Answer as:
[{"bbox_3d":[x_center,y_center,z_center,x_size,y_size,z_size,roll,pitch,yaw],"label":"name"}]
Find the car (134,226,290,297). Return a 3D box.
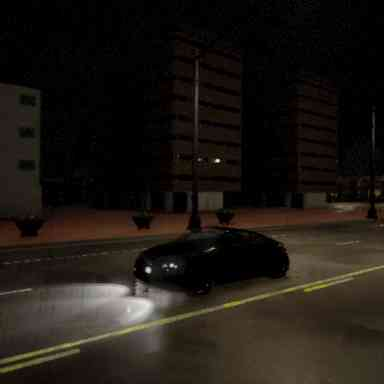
[{"bbox_3d":[0.635,1.612,8.738,4.181,1.385,1.994,1,0,-35],"label":"car"}]
